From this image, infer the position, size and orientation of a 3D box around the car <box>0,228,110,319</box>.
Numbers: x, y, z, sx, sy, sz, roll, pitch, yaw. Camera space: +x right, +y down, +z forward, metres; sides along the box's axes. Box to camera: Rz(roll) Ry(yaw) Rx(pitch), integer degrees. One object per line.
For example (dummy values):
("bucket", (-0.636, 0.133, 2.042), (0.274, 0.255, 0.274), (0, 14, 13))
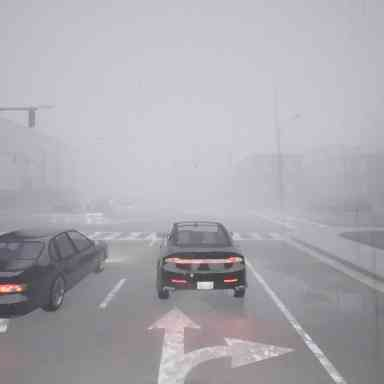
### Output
("car", (-3.430, 1.547, 7.684), (2.033, 1.411, 5.357), (0, 0, 0))

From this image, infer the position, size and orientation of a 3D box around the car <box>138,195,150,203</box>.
("car", (-10.490, 1.492, 68.730), (2.128, 1.511, 4.902), (0, 0, 0))

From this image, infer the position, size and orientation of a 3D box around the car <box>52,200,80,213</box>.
("car", (-14.095, 1.601, 37.871), (1.895, 1.301, 4.718), (0, 0, 0))

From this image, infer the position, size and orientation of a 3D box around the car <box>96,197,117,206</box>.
("car", (-14.079, 1.547, 55.081), (2.033, 1.411, 5.357), (0, 0, 0))

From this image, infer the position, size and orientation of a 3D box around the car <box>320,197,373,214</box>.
("car", (16.546, 1.352, 35.245), (4.553, 1.767, 2.097), (0, 0, 0))

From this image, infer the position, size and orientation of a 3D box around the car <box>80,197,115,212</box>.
("car", (-10.594, 1.491, 37.987), (2.128, 1.511, 4.902), (0, 0, 0))

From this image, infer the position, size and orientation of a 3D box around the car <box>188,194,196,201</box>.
("car", (0.013, 1.500, 82.502), (1.837, 1.490, 4.892), (0, 0, 0))

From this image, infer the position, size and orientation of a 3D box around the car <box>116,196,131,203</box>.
("car", (-13.990, 1.542, 67.961), (2.033, 1.411, 5.357), (0, 0, 0))

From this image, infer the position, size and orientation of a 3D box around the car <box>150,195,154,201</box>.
("car", (-10.488, 1.472, 81.184), (1.882, 1.535, 5.008), (0, 0, 0))

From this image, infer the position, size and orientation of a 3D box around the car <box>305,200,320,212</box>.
("car", (15.718, 1.492, 38.745), (4.902, 1.511, 2.128), (0, 0, 0))

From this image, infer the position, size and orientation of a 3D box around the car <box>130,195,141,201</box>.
("car", (-13.987, 1.542, 82.126), (1.994, 1.385, 4.181), (0, 0, 0))

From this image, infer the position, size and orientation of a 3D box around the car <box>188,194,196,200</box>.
("car", (0.014, 1.355, 92.893), (2.097, 1.767, 4.553), (0, 0, 0))

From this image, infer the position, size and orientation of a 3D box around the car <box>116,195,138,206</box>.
("car", (-10.581, 1.352, 53.584), (2.097, 1.767, 4.553), (0, 0, 0))

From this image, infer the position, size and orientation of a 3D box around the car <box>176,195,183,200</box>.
("car", (-3.486, 1.524, 92.909), (1.812, 1.442, 4.674), (0, 0, 0))

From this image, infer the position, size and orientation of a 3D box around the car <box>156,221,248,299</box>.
("car", (0.116, 1.492, 8.488), (2.128, 1.511, 4.902), (0, 0, -3))
